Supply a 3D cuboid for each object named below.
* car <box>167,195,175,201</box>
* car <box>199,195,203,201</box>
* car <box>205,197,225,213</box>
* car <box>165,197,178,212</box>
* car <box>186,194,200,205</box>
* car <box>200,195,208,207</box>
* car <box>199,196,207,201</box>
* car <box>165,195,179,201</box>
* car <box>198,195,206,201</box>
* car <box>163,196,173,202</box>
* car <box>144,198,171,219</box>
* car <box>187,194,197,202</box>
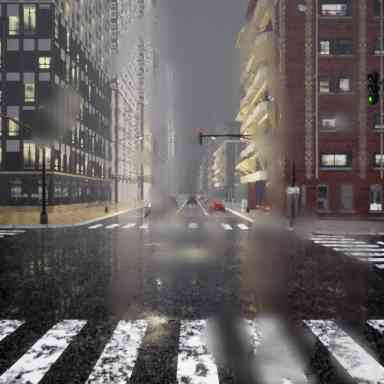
[{"bbox_3d":[-5.697,1.595,89.709,1.887,1.381,4.507,0,0,0],"label":"car"},{"bbox_3d":[2.688,1.571,55.818,2.008,1.369,4.403,0,0,0],"label":"car"},{"bbox_3d":[2.739,1.591,37.253,1.802,1.307,4.206,0,0,0],"label":"car"},{"bbox_3d":[-3.085,1.574,39.539,1.994,1.385,4.181,0,0,1],"label":"car"},{"bbox_3d":[-0.003,1.548,59.851,1.812,1.442,4.674,0,0,0],"label":"car"},{"bbox_3d":[2.688,1.567,50.170,2.008,1.369,4.403,0,0,0],"label":"car"},{"bbox_3d":[2.684,1.626,84.061,1.802,1.307,4.206,0,0,0],"label":"car"},{"bbox_3d":[-3.057,1.521,49.954,1.837,1.490,4.892,0,0,0],"label":"car"},{"bbox_3d":[2.684,1.491,89.710,1.967,1.590,4.097,0,0,0],"label":"car"},{"bbox_3d":[-5.695,1.589,78.412,2.008,1.369,4.403,0,0,0],"label":"car"},{"bbox_3d":[-3.120,1.553,29.519,2.033,1.411,5.357,0,0,-4],"label":"car"},{"bbox_3d":[-0.004,1.218,69.824,2.097,1.767,4.553,0,0,0],"label":"car"}]
